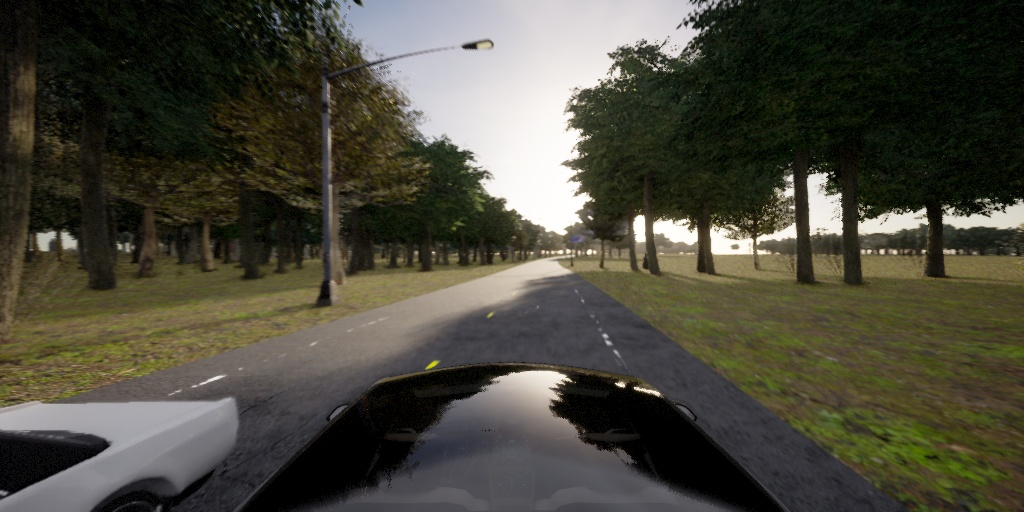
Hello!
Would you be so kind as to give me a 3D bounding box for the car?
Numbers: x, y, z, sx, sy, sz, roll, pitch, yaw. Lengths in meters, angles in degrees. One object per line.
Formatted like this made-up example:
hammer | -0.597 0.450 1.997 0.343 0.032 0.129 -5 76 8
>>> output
car | -3.223 1.398 0.741 1.895 1.301 4.718 -1 0 0
